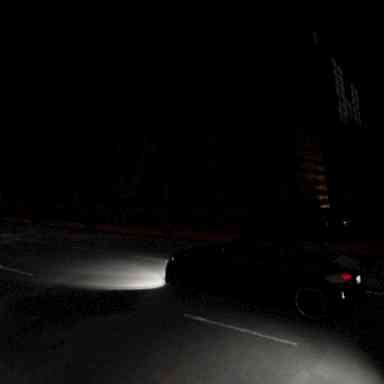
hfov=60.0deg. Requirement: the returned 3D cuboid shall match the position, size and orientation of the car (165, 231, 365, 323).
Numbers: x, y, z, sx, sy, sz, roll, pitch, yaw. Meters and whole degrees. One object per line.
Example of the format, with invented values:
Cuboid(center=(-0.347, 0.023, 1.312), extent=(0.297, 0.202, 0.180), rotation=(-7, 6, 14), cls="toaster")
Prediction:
Cuboid(center=(1.429, 1.575, 7.270), extent=(4.181, 1.385, 1.994), rotation=(0, 0, 35), cls="car")
